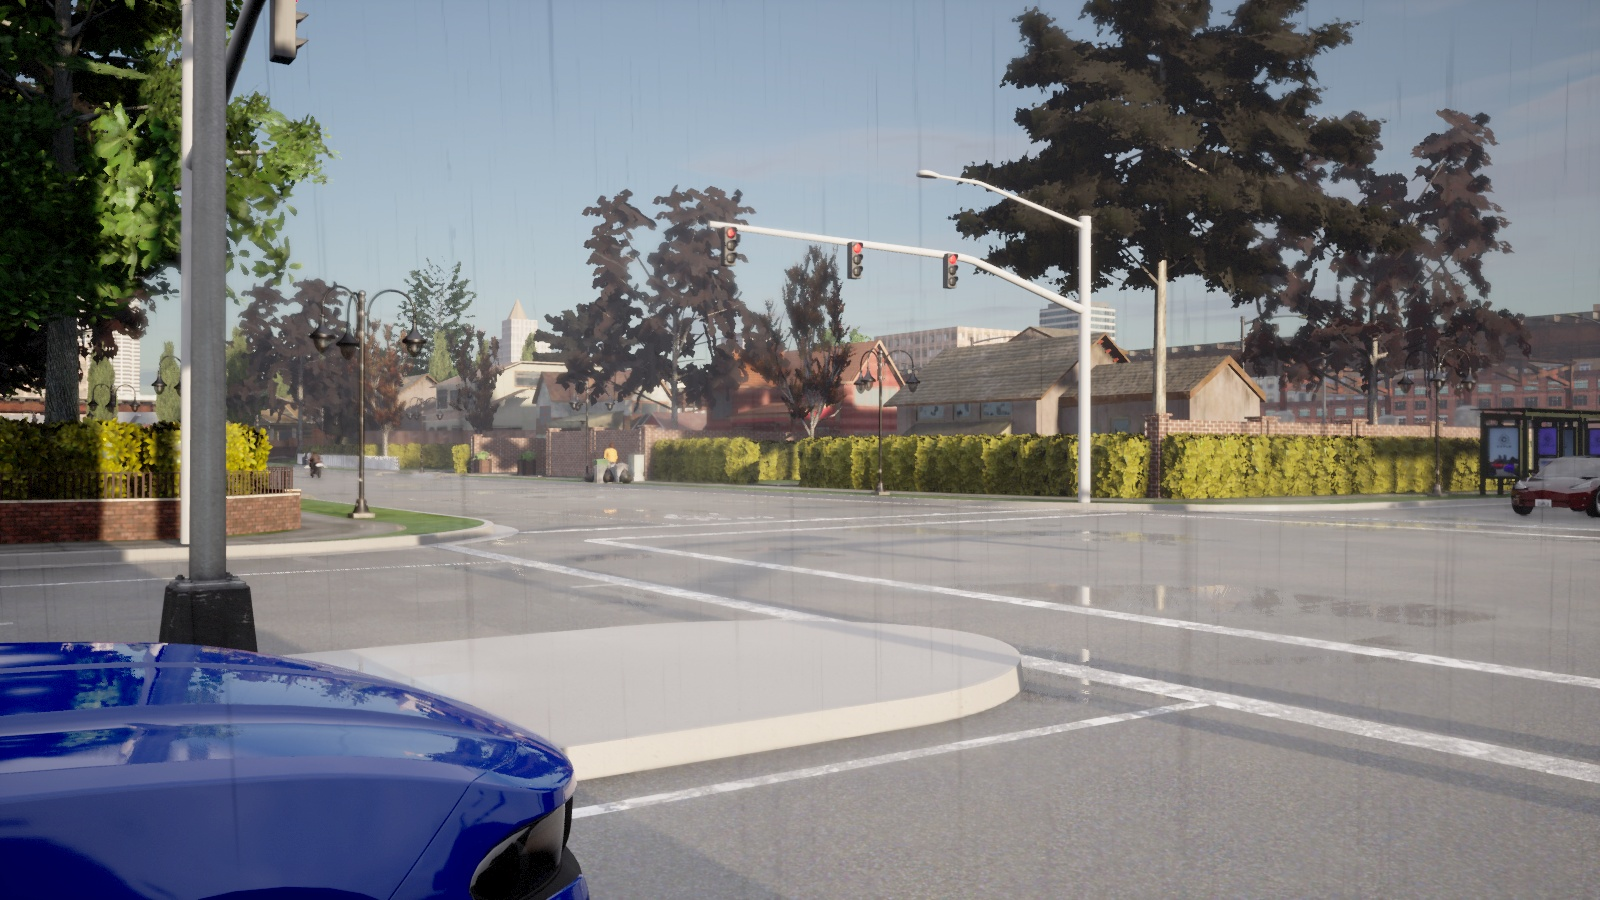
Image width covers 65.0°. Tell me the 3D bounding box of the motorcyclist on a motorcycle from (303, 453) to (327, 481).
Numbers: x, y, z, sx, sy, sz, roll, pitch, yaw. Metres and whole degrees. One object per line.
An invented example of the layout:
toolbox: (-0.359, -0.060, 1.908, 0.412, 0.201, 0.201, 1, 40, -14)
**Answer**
motorcyclist on a motorcycle: (-27.372, 0.953, 70.862, 0.797, 1.523, 2.044, 0, 0, -35)

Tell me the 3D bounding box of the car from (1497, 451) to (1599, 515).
car: (19.779, 0.780, 31.474, 4.792, 1.488, 2.163, 0, 0, -35)

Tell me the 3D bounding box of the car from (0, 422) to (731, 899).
car: (-2.727, 0.733, 1.760, 5.008, 1.535, 1.882, 0, 0, -35)

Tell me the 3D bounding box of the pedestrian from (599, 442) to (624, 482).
pedestrian: (-8.941, 0.574, 59.530, 0.874, 1.855, 0.900, 0, 0, -33)
